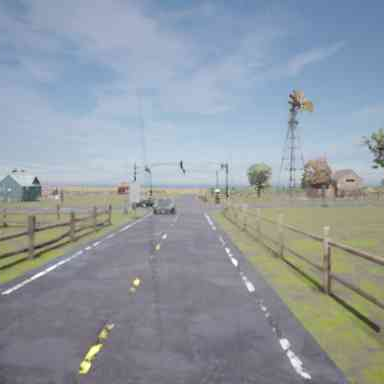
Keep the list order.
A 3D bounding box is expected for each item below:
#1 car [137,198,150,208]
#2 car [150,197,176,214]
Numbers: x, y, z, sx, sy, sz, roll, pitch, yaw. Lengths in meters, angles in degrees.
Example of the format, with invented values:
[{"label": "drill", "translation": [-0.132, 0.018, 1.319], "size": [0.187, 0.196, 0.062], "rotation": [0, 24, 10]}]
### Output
[{"label": "car", "translation": [-5.561, 1.644, 48.923], "size": [4.892, 1.490, 1.837], "rotation": [-1, 1, 0]}, {"label": "car", "translation": [-2.763, 1.329, 34.406], "size": [2.097, 1.767, 4.553], "rotation": [0, 0, 0]}]
